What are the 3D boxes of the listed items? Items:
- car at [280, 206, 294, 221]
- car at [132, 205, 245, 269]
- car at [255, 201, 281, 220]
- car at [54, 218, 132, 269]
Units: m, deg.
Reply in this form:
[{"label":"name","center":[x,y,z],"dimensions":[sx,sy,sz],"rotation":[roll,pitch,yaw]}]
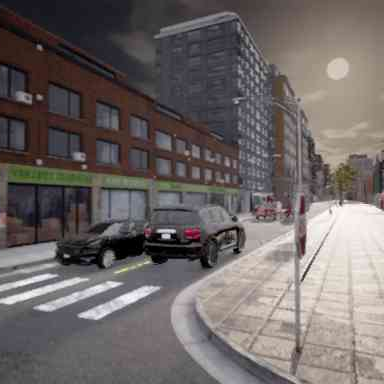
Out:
[{"label":"car","center":[11.046,2.341,35.721],"dimensions":[1.812,1.442,4.674],"rotation":[-1,-2,25]},{"label":"car","center":[0.333,1.510,12.626],"dimensions":[2.150,2.045,5.566],"rotation":[-1,-2,25]},{"label":"car","center":[8.862,2.109,37.967],"dimensions":[2.150,2.045,5.566],"rotation":[-1,-1,25]},{"label":"car","center":[-2.887,1.791,12.689],"dimensions":[1.882,1.535,5.008],"rotation":[-1,-2,25]}]
